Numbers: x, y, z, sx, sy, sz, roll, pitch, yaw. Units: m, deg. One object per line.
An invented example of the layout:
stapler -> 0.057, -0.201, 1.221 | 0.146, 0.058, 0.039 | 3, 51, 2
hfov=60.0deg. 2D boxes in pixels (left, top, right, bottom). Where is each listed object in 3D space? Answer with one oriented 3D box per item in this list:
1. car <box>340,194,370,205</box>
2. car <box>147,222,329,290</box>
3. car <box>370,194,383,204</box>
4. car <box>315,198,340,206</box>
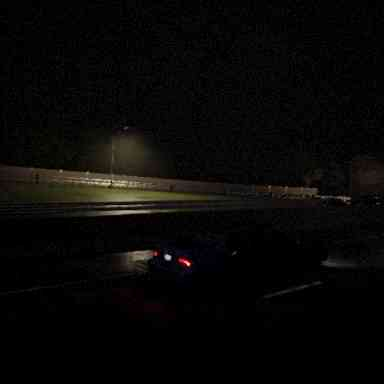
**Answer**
car -> 20.819, 1.296, 40.329 | 5.566, 2.045, 2.150 | 0, 0, -35
car -> 1.480, 1.555, 9.101 | 5.357, 1.411, 2.033 | 0, 0, -36
car -> 22.853, 1.296, 37.482 | 5.566, 2.045, 2.150 | 0, 0, -35
car -> 17.706, 1.575, 42.406 | 4.892, 1.490, 1.837 | 0, 0, -35
